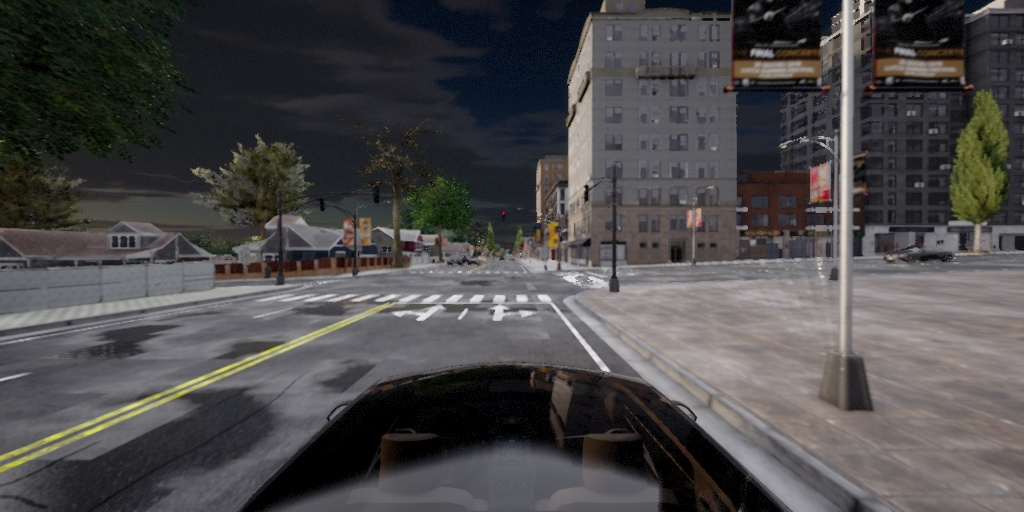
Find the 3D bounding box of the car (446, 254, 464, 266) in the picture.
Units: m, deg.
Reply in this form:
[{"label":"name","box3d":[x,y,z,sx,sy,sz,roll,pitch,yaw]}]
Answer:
[{"label":"car","box3d":[-9.803,0.694,61.883,2.150,2.045,5.566,0,0,1]}]

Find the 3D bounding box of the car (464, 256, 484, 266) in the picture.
[{"label":"car","box3d":[-6.547,1.021,61.911,2.033,1.411,5.357,0,0,1]}]

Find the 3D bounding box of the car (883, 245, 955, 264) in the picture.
[{"label":"car","box3d":[33.709,-0.137,29.724,4.674,1.442,1.812,-2,0,0]}]
